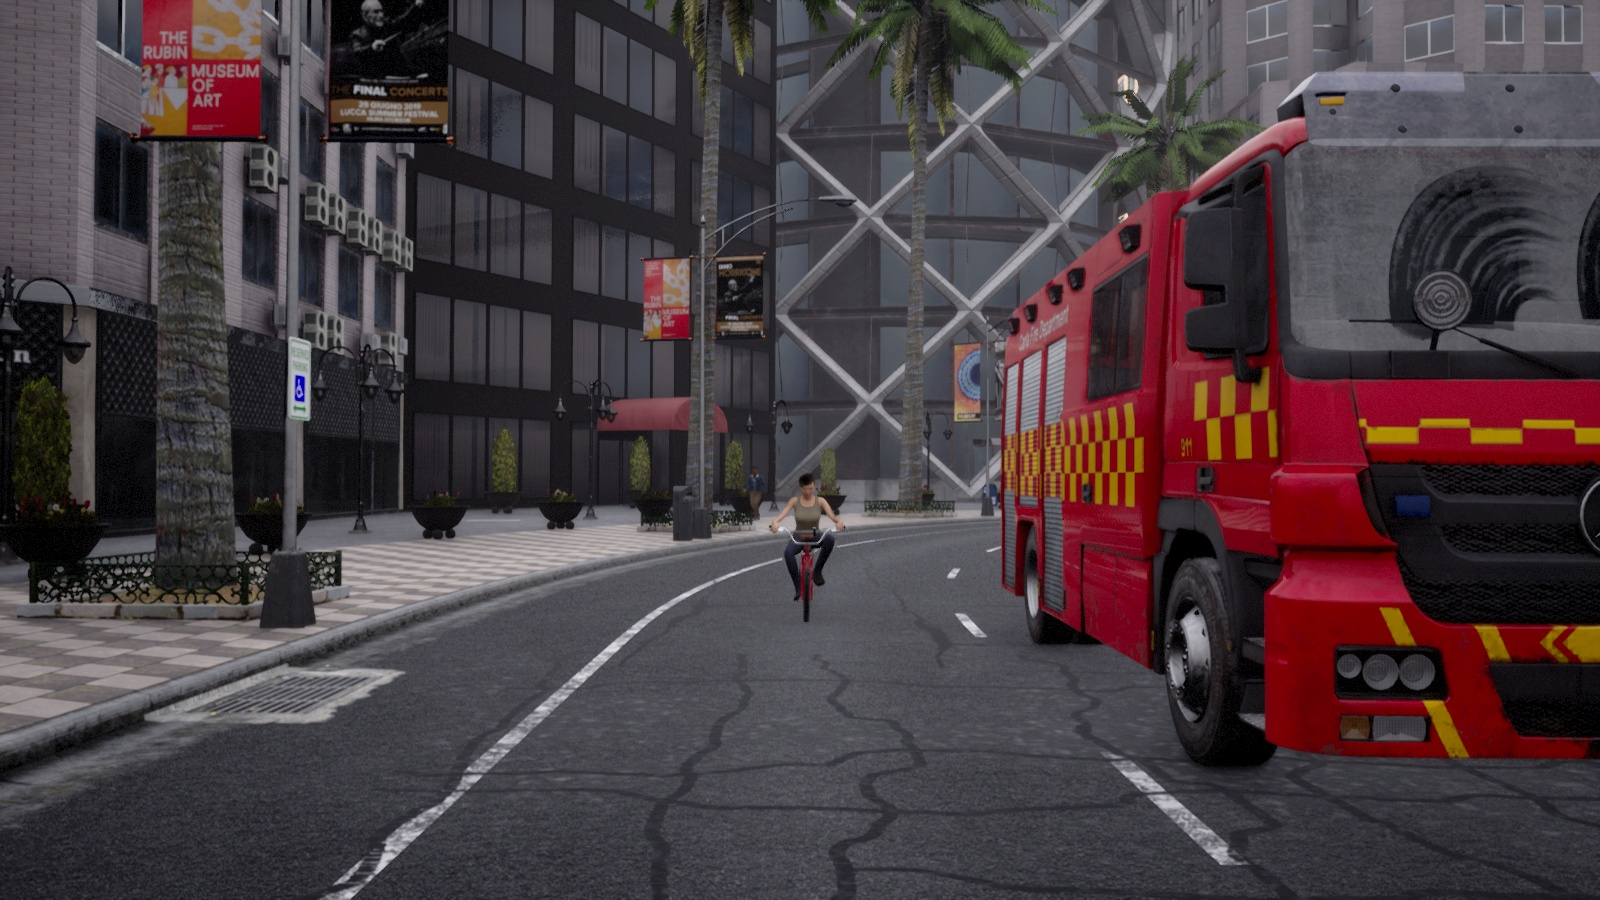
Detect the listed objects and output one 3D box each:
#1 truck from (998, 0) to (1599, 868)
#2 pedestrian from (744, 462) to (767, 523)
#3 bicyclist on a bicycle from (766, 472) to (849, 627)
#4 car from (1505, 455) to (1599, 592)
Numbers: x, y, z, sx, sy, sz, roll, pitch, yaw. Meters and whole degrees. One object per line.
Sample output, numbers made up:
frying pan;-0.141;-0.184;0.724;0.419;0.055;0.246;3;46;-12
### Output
truck;3.556;-0.157;9.279;2.891;3.827;8.468;0;-1;1
pedestrian;-1.430;1.351;40.416;0.423;1.949;0.788;-1;-1;25
bicyclist on a bicycle;0.086;1.059;13.968;0.866;1.612;1.509;0;-1;1
car;10.691;0.875;14.763;2.152;1.651;5.027;0;-1;3
